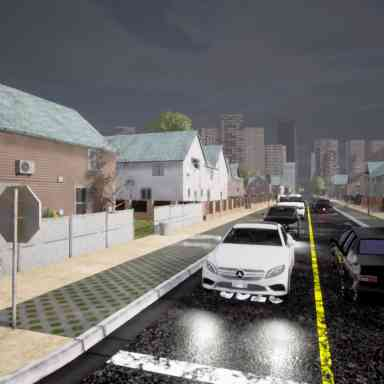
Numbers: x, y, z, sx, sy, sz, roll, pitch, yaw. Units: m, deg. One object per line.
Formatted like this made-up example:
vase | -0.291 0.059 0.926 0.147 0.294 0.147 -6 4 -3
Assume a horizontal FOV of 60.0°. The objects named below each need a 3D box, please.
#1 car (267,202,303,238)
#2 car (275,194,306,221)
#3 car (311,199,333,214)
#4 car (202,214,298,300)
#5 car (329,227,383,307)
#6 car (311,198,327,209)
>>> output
car | 4.915 1.516 18.083 1.837 1.490 4.892 0 0 19
car | 8.375 1.235 28.119 2.150 2.045 5.566 0 0 19
car | 14.352 1.522 36.545 1.837 1.490 4.892 0 0 18
car | 1.685 1.533 8.693 1.812 1.442 4.674 0 0 19
car | 4.445 1.551 7.947 2.033 1.411 5.357 0 0 19
car | 17.590 1.586 46.181 1.994 1.385 4.181 0 0 19
